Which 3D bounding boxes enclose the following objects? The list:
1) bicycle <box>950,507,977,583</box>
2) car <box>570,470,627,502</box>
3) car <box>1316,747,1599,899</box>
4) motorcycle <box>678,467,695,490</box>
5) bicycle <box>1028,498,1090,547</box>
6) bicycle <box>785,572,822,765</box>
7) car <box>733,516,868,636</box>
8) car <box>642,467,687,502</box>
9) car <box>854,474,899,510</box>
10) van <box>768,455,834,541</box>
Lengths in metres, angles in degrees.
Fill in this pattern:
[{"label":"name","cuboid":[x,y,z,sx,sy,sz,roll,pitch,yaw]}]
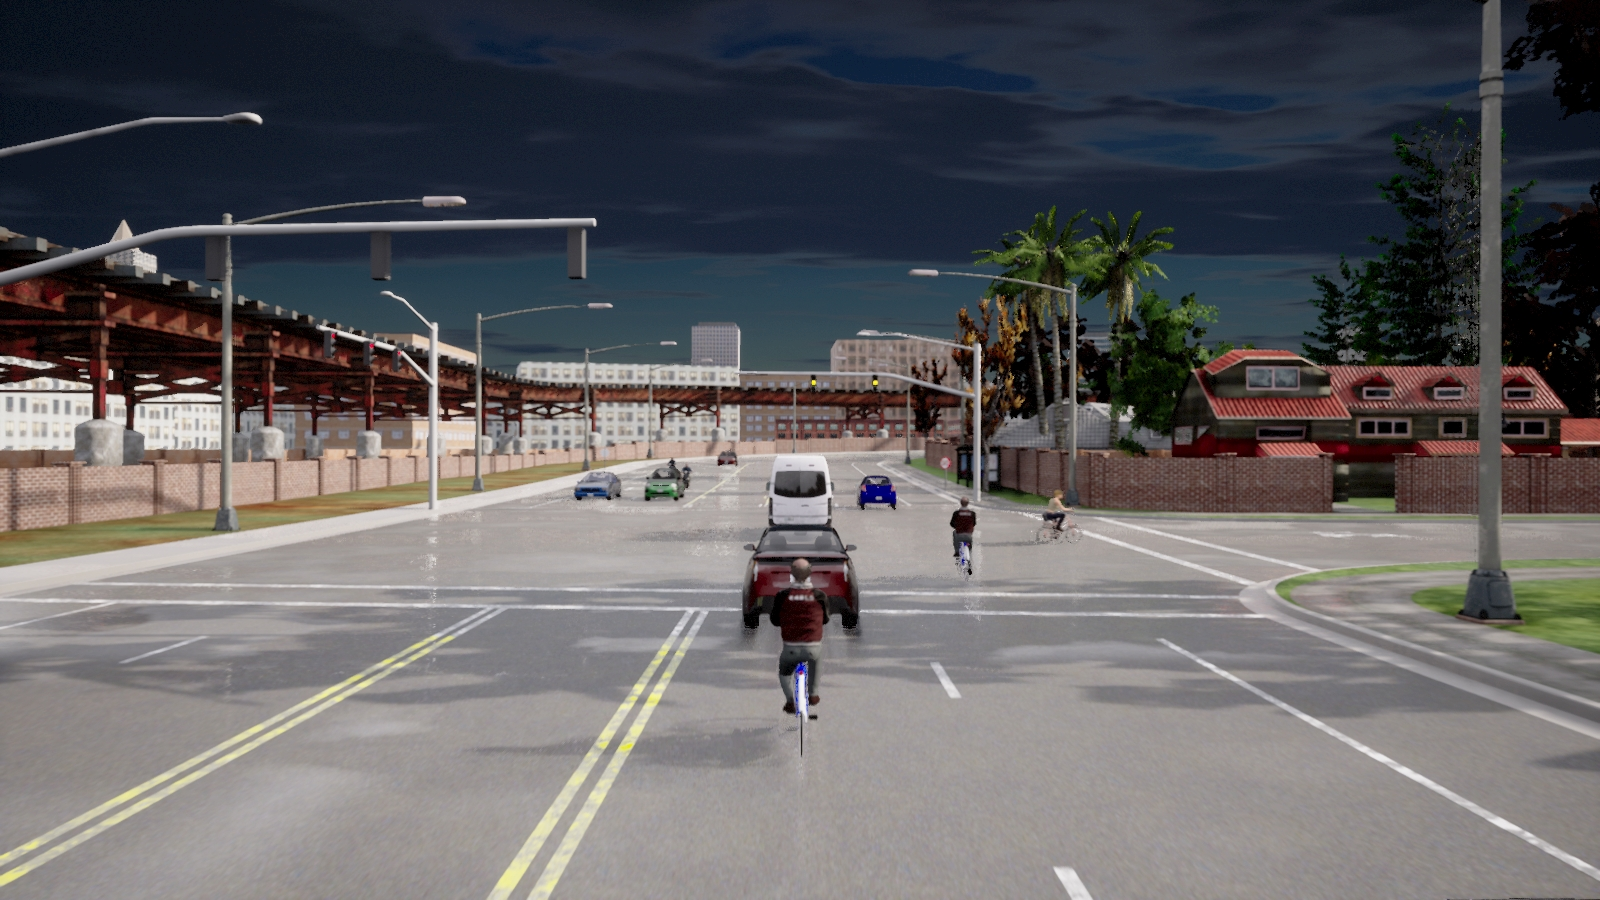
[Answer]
[{"label":"bicycle","cuboid":[3.519,2.015,24.659,0.329,1.496,1.835,0,0,0]},{"label":"car","cuboid":[-10.496,1.853,59.894,2.033,1.411,5.357,0,1,0]},{"label":"car","cuboid":[3.393,2.108,2.680,2.033,1.411,5.357,0,0,1]},{"label":"motorcycle","cuboid":[-7.005,1.743,70.399,0.856,1.341,1.805,1,1,0]},{"label":"bicycle","cuboid":[7.524,2.095,33.224,1.487,1.301,0.859,0,4,-18]},{"label":"bicycle","cuboid":[0.026,2.028,10.993,0.329,1.496,1.835,0,0,0]},{"label":"car","cuboid":[0.004,2.007,19.284,2.007,1.525,4.514,0,0,0]},{"label":"car","cuboid":[-6.994,1.762,59.208,1.851,1.617,3.988,0,1,0]},{"label":"car","cuboid":[3.505,1.898,52.837,1.845,1.501,3.633,0,0,0]},{"label":"van","cuboid":[0.015,1.457,37.464,1.988,2.561,5.915,0,0,0]}]
